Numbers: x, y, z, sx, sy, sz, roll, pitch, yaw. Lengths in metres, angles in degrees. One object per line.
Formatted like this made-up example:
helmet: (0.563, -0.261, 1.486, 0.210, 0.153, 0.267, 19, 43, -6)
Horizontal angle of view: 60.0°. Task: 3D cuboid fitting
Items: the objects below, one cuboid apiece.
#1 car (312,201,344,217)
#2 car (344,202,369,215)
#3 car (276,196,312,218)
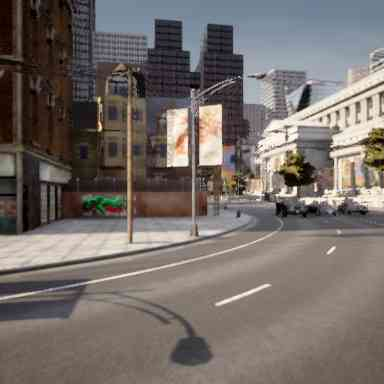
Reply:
car: (13.272, 1.717, 34.139, 2.128, 1.511, 4.902, 0, -1, 2)
car: (17.116, 1.769, 36.207, 2.033, 1.411, 5.357, 0, 0, 0)
car: (9.820, 1.458, 33.169, 2.150, 2.045, 5.566, 0, 0, 3)
